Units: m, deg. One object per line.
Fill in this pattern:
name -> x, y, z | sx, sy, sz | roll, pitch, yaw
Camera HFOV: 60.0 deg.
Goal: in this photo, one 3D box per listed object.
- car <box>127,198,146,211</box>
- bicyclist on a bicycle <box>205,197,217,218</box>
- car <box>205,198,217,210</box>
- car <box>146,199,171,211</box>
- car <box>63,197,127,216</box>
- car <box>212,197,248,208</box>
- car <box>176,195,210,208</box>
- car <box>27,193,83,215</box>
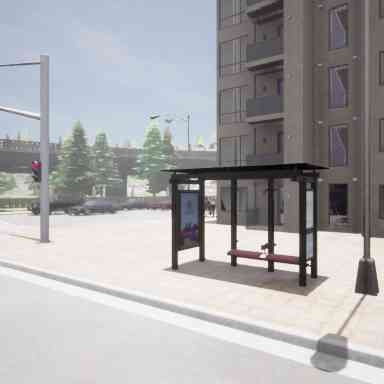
car -> -6.888, 1.492, 40.984 | 2.033, 1.411, 5.357 | 0, 0, 40
bicyclist on a bicycle -> 1.336, 1.245, 26.619 | 1.656, 1.620, 0.582 | 0, 0, 36
car -> 1.151, 1.470, 39.200 | 4.674, 1.442, 1.812 | 0, 0, -45
car -> -2.825, 1.545, 40.301 | 1.895, 1.301, 4.718 | 0, 0, 43
car -> -9.276, 1.492, 32.367 | 2.033, 1.411, 5.357 | 0, 0, 37
car -> 5.404, 1.449, 46.757 | 4.892, 1.490, 1.837 | 0, 0, -29
car -> 0.151, 1.297, 47.392 | 4.553, 1.767, 2.097 | 0, 0, -34
car -> -13.208, 1.166, 32.917 | 2.150, 2.045, 5.566 | 0, 0, 37
